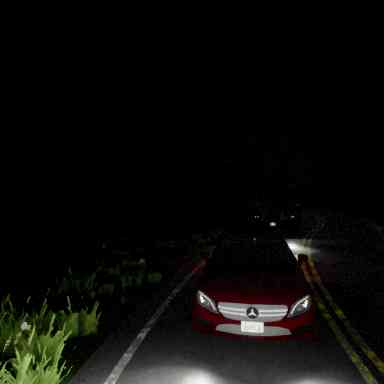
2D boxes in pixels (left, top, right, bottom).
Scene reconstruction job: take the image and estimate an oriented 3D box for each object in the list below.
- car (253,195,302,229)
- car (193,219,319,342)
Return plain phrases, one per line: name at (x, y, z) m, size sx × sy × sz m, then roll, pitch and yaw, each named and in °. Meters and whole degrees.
car at (4.984, 1.215, 18.885) m, size 2.150 × 2.045 × 5.566 m, roll -2°, pitch -1°, yaw 22°
car at (1.224, 1.534, 6.709) m, size 1.812 × 1.442 × 4.674 m, roll -1°, pitch 0°, yaw 11°
